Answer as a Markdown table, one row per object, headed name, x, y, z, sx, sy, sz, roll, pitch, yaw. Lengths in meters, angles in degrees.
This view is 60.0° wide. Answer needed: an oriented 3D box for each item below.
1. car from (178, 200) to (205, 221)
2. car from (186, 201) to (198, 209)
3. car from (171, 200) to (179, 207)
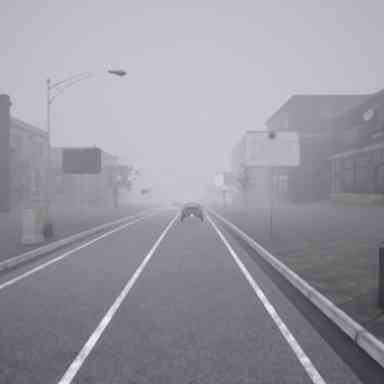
| name | x | y | z | sx | sy | sz | roll | pitch | yaw |
| --- | --- | --- | --- | --- | --- | --- | --- | --- | --- |
| car | 0.032 | 1.605 | 27.996 | 1.837 | 1.490 | 4.892 | 0 | -1 | 1 |
| car | -0.001 | 2.129 | 56.382 | 1.895 | 1.301 | 4.718 | 0 | -1 | 0 |
| car | -3.010 | 2.264 | 65.051 | 1.895 | 1.301 | 4.718 | 0 | -1 | 0 |
